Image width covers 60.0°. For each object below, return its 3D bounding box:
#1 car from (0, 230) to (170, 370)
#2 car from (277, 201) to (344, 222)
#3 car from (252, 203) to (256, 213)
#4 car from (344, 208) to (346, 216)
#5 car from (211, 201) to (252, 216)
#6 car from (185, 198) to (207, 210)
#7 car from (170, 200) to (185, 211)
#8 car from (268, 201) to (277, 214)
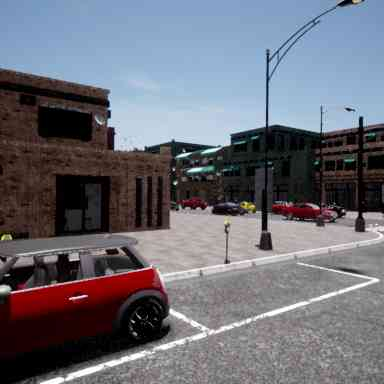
[{"bbox_3d":[-2.435,1.440,4.808,4.097,1.590,1.967,0,1,-36],"label":"car"},{"bbox_3d":[9.574,1.656,27.255,1.812,1.442,4.674,1,-1,-34],"label":"car"},{"bbox_3d":[6.471,1.879,41.903,1.752,1.417,4.829,0,-1,-35],"label":"car"},{"bbox_3d":[12.902,1.812,32.652,1.947,1.339,4.313,0,-1,-35],"label":"car"},{"bbox_3d":[3.917,1.789,35.444,1.994,1.385,4.181,1,-1,-35],"label":"car"},{"bbox_3d":[0.233,1.773,50.876,2.192,1.841,5.009,0,-1,-35],"label":"car"},{"bbox_3d":[-3.471,1.854,46.088,1.837,1.490,4.892,1,-1,-35],"label":"car"},{"bbox_3d":[9.735,1.739,37.209,1.967,1.590,4.097,0,-1,-35],"label":"car"}]
